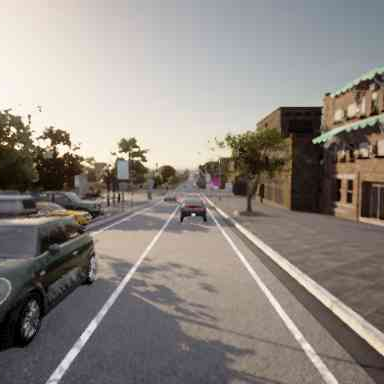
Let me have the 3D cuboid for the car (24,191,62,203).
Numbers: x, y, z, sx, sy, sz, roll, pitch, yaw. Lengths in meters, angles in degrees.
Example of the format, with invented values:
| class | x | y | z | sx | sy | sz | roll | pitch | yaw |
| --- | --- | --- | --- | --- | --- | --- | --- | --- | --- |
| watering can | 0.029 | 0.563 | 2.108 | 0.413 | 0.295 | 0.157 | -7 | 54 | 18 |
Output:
| class | x | y | z | sx | sy | sz | roll | pitch | yaw |
| --- | --- | --- | --- | --- | --- | --- | --- | --- | --- |
| car | -22.132 | 0.764 | 49.560 | 4.553 | 1.767 | 2.185 | 0 | 1 | 0 |

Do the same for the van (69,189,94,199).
| class | x | y | z | sx | sy | sz | roll | pitch | yaw |
| --- | --- | --- | --- | --- | --- | --- | --- | --- | --- |
| van | -22.006 | 0.455 | 66.209 | 4.442 | 1.987 | 1.878 | 0 | 1 | 0 |

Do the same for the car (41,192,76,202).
| class | x | y | z | sx | sy | sz | roll | pitch | yaw |
| --- | --- | --- | --- | --- | --- | --- | --- | --- | --- |
| car | -22.102 | 0.820 | 55.113 | 4.892 | 1.521 | 2.231 | 0 | 1 | 0 |

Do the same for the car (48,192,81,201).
| class | x | y | z | sx | sy | sz | roll | pitch | yaw |
| --- | --- | --- | --- | --- | --- | --- | --- | --- | --- |
| car | -22.141 | 0.814 | 57.887 | 4.792 | 1.488 | 2.163 | 0 | 1 | 0 |

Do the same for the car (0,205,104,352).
| class | x | y | z | sx | sy | sz | roll | pitch | yaw |
| --- | --- | --- | --- | --- | --- | --- | --- | --- | --- |
| car | -3.349 | 1.291 | 6.186 | 2.097 | 1.767 | 4.553 | 0 | 1 | 0 |

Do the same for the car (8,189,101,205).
| class | x | y | z | sx | sy | sz | roll | pitch | yaw |
| --- | --- | --- | --- | --- | --- | --- | --- | --- | --- |
| car | -8.956 | 0.989 | 22.693 | 5.566 | 2.045 | 2.435 | 0 | 1 | 0 |

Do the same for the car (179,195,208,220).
| class | x | y | z | sx | sy | sz | roll | pitch | yaw |
| --- | --- | --- | --- | --- | --- | --- | --- | --- | --- |
| car | 0.101 | 1.232 | 24.757 | 1.837 | 1.490 | 4.892 | 0 | 1 | 0 |

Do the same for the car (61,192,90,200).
| class | x | y | z | sx | sy | sz | roll | pitch | yaw |
| --- | --- | --- | --- | --- | --- | --- | --- | --- | --- |
| car | -22.149 | 0.745 | 63.438 | 4.792 | 1.488 | 2.163 | 0 | 1 | 0 |

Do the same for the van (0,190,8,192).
| class | x | y | z | sx | sy | sz | roll | pitch | yaw |
| --- | --- | --- | --- | --- | --- | --- | --- | --- | --- |
| van | -22.202 | 0.808 | 38.457 | 4.442 | 1.987 | 1.878 | 0 | 1 | 0 |

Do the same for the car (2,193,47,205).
| class | x | y | z | sx | sy | sz | roll | pitch | yaw |
| --- | --- | --- | --- | --- | --- | --- | --- | --- | --- |
| car | -22.088 | 0.961 | 44.012 | 5.008 | 1.535 | 2.097 | 0 | 1 | 0 |

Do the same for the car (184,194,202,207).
| class | x | y | z | sx | sy | sz | roll | pitch | yaw |
| --- | --- | --- | --- | --- | --- | --- | --- | --- | --- |
| car | 0.101 | 1.047 | 41.488 | 2.033 | 1.411 | 5.357 | 0 | 1 | 0 |

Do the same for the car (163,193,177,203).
| class | x | y | z | sx | sy | sz | roll | pitch | yaw |
| --- | --- | --- | --- | --- | --- | --- | --- | --- | --- |
| car | -3.321 | 0.861 | 50.656 | 1.812 | 1.442 | 4.674 | 0 | 1 | 0 |

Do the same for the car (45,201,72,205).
| class | x | y | z | sx | sy | sz | roll | pitch | yaw |
| --- | --- | --- | --- | --- | --- | --- | --- | --- | --- |
| car | -8.979 | 1.354 | 17.090 | 4.674 | 1.452 | 2.002 | 0 | 1 | 0 |

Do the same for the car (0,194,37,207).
| class | x | y | z | sx | sy | sz | roll | pitch | yaw |
| --- | --- | --- | --- | --- | --- | --- | --- | --- | --- |
| car | -22.086 | 1.037 | 41.235 | 4.674 | 1.452 | 2.002 | 0 | 1 | 0 |

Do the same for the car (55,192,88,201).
| class | x | y | z | sx | sy | sz | roll | pitch | yaw |
| --- | --- | --- | --- | --- | --- | --- | --- | --- | --- |
| car | -21.929 | 0.747 | 60.661 | 5.366 | 1.575 | 1.946 | 0 | 1 | 0 |

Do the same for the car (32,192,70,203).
| class | x | y | z | sx | sy | sz | roll | pitch | yaw |
| --- | --- | --- | --- | --- | --- | --- | --- | --- | --- |
| car | -22.110 | 0.854 | 52.338 | 5.008 | 1.535 | 2.097 | 0 | 1 | 0 |

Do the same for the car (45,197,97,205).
| class | x | y | z | sx | sy | sz | roll | pitch | yaw |
| --- | --- | --- | --- | --- | --- | --- | --- | --- | --- |
| car | -8.795 | 1.274 | 19.893 | 5.366 | 1.575 | 1.946 | 0 | 1 | 0 |

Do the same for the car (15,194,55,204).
| class | x | y | z | sx | sy | sz | roll | pitch | yaw |
| --- | --- | --- | --- | --- | --- | --- | --- | --- | --- |
| car | -22.094 | 0.965 | 46.787 | 4.674 | 1.452 | 2.002 | 0 | 1 | 0 |

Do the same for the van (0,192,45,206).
| class | x | y | z | sx | sy | sz | roll | pitch | yaw |
| --- | --- | --- | --- | --- | --- | --- | --- | --- | --- |
| van | -9.090 | 1.125 | 14.284 | 4.442 | 1.987 | 1.878 | 0 | 1 | 0 |
